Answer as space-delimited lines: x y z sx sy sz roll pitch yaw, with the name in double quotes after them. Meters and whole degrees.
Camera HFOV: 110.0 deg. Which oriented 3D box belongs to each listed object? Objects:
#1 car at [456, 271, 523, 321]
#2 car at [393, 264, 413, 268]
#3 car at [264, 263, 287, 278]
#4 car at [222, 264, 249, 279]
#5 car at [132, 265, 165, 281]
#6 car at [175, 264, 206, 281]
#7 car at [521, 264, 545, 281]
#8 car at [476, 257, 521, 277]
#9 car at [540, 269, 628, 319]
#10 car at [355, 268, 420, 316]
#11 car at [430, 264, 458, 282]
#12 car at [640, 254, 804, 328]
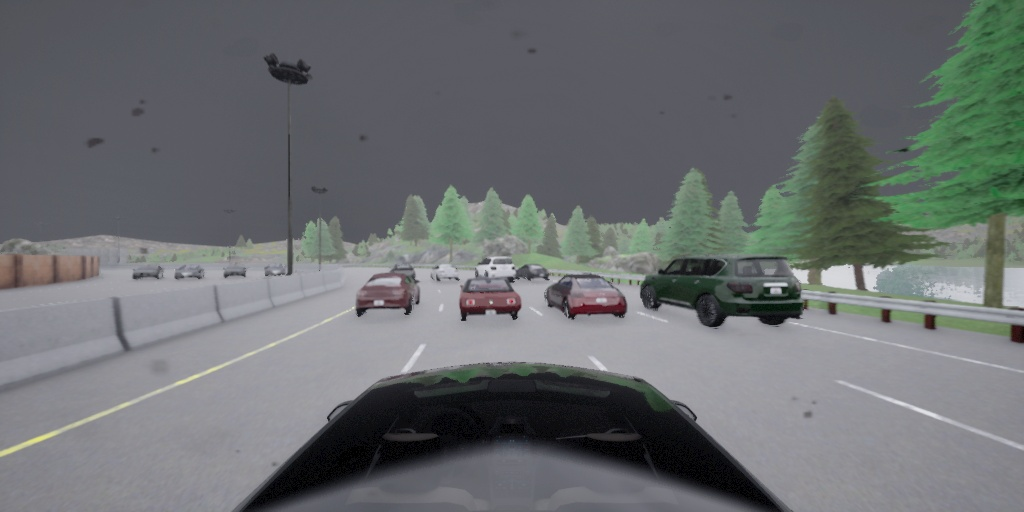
-0.922 1.404 12.862 1.895 1.301 4.718 0 0 -8 "car"
-9.374 1.423 30.678 2.128 1.511 4.902 0 0 -22 "car"
-26.027 1.561 39.475 2.128 1.511 4.902 0 0 -35 "car"
-29.397 1.591 38.226 1.837 1.490 4.892 0 -1 -35 "car"
-36.415 1.625 36.048 1.837 1.490 4.892 0 -1 -38 "car"
-31.698 1.578 35.401 2.128 1.511 4.902 0 0 -35 "car"
1.667 1.392 31.144 1.812 1.442 4.674 0 0 -19 "car"
-1.425 1.100 29.543 2.150 2.045 5.566 0 0 -19 "car"
2.522 1.348 13.081 1.994 1.385 4.181 0 0 -7 "car"
-4.637 1.356 13.811 1.812 1.442 4.674 0 0 -9 "car"
-5.937 1.440 31.508 1.812 1.442 4.674 0 0 -21 "car"
6.283 0.976 11.614 2.150 2.045 5.566 0 0 -7 "car"
